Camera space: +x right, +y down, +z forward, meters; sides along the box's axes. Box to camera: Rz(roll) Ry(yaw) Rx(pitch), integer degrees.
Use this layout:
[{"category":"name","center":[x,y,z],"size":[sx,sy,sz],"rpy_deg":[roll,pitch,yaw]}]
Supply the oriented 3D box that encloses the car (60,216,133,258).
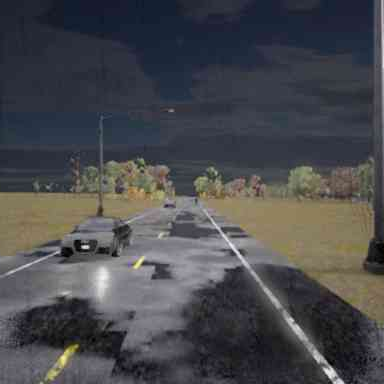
[{"category":"car","center":[-3.596,1.678,13.211],"size":[1.994,1.385,4.181],"rpy_deg":[0,0,0]}]

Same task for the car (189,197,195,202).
[{"category":"car","center":[0.028,2.122,92.954],"size":[2.033,1.411,5.357],"rpy_deg":[0,0,0]}]

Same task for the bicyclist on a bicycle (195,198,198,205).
[{"category":"bicyclist on a bicycle","center":[0.985,2.071,74.446],"size":[0.582,1.620,1.656],"rpy_deg":[0,-1,0]}]

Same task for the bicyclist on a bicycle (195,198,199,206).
[{"category":"bicyclist on a bicycle","center":[0.981,1.916,65.443],"size":[0.659,1.776,1.843],"rpy_deg":[0,0,0]}]

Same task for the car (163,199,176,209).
[{"category":"car","center":[-3.553,1.931,54.055],"size":[1.882,1.535,5.008],"rpy_deg":[0,0,0]}]
